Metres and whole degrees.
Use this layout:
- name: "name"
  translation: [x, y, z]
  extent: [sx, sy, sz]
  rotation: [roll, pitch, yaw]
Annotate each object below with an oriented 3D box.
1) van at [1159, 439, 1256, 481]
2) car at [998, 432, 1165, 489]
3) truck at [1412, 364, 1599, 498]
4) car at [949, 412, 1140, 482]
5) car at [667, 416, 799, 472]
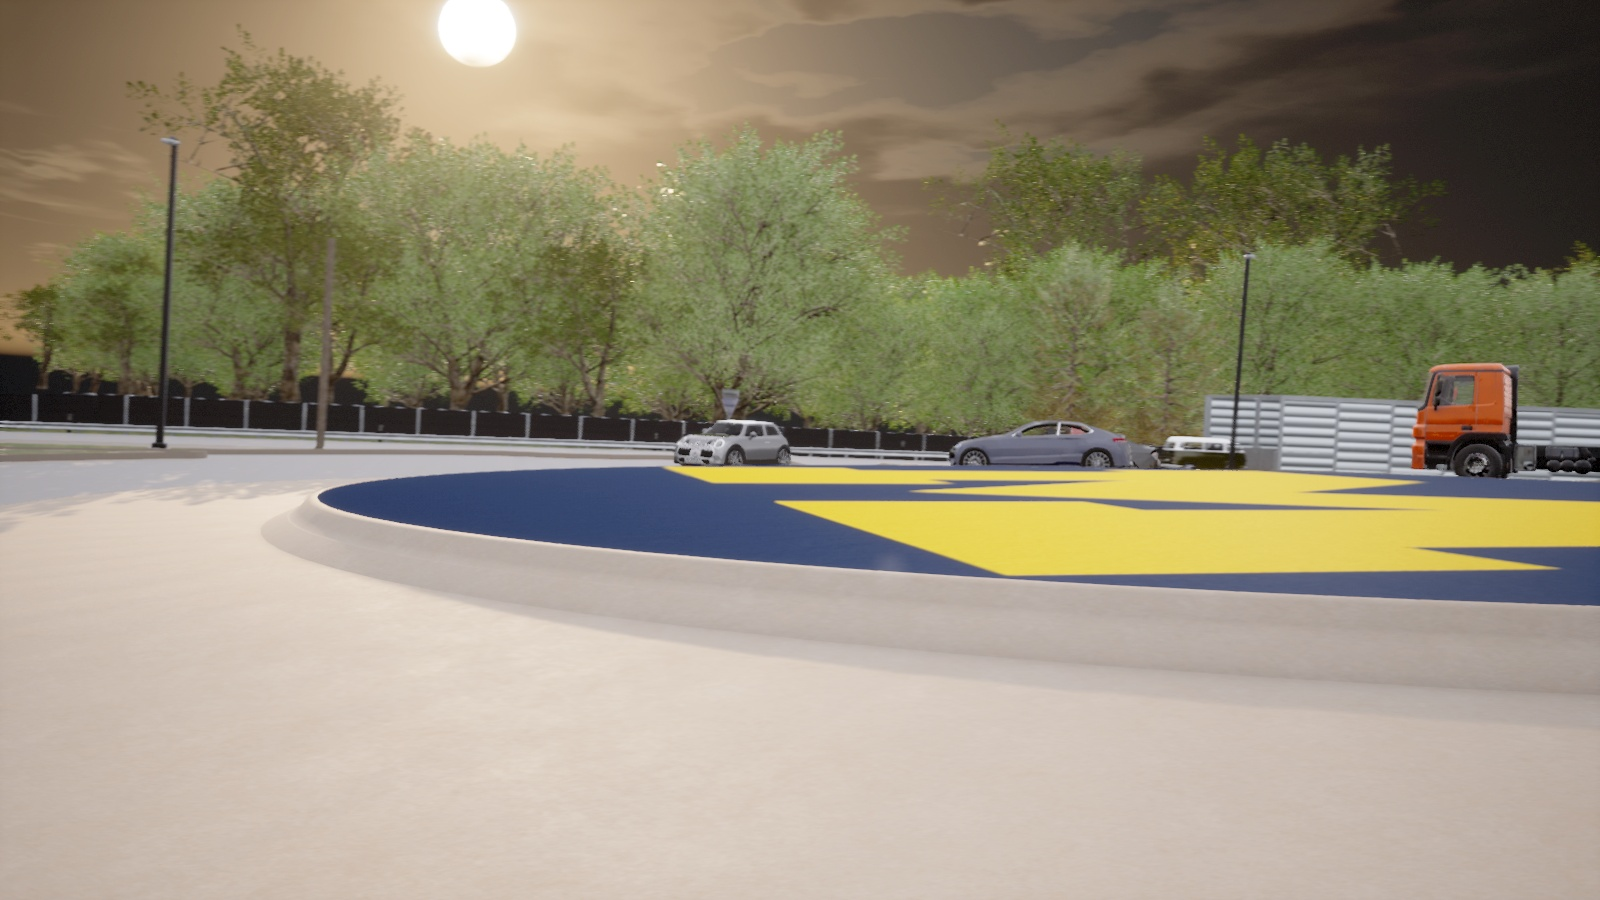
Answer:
- name: "van"
  translation: [22.302, 0.524, 68.802]
  extent: [4.480, 2.038, 2.069]
  rotation: [2, 2, -11]
- name: "car"
  translation: [8.786, 0.282, 39.282]
  extent: [4.902, 1.511, 2.128]
  rotation: [2, 2, 14]
- name: "truck"
  translation: [21.122, -0.475, 33.755]
  extent: [7.936, 3.462, 2.891]
  rotation: [3, 1, 34]
- name: "car"
  translation: [6.734, -0.068, 34.884]
  extent: [5.027, 1.651, 2.152]
  rotation: [1, -5, 10]
- name: "car"
  translation: [-1.937, -0.188, 37.419]
  extent: [1.970, 1.475, 3.806]
  rotation: [5, 3, 33]
